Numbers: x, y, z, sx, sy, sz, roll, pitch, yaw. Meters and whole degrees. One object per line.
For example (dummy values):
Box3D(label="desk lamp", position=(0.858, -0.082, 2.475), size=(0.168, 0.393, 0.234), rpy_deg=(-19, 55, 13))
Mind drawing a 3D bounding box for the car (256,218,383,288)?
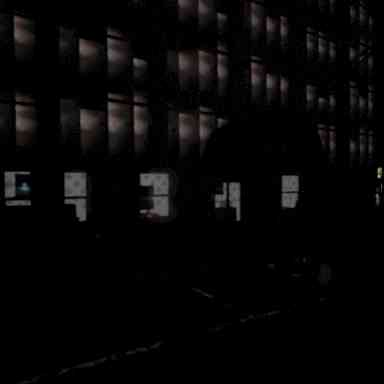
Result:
Box3D(label="car", position=(3.706, 1.427, 8.812), size=(4.507, 1.381, 1.887), rpy_deg=(0, 0, -32))
